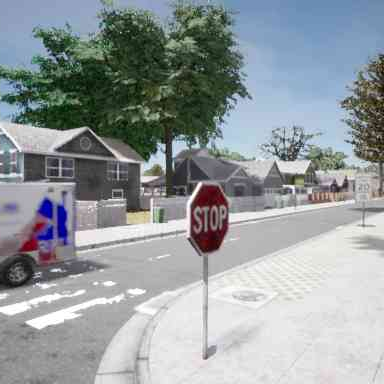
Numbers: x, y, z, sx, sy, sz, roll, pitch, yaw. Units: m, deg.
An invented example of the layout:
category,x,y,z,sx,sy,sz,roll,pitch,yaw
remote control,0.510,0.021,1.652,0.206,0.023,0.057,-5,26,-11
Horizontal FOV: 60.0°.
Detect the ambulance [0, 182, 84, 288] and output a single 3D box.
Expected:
category,x,y,z,sx,sy,sz,roll,pitch,yaw
ambulance,-5.706,1.006,7.216,2.351,2.431,6.366,0,1,37
